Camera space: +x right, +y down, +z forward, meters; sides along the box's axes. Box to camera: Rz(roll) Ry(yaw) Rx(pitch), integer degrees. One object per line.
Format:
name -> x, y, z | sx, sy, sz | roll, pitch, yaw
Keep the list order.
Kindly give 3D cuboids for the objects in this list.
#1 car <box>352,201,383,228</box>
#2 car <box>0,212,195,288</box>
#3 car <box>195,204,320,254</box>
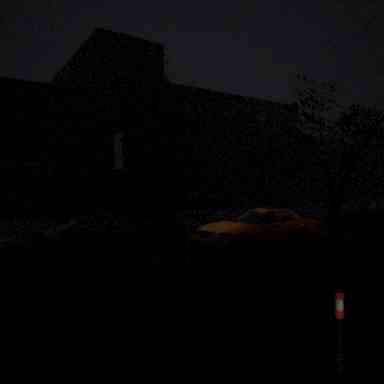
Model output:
car -> 10.866, 1.224, 18.409 | 5.008, 1.535, 2.097 | 0, 0, -33
car -> -2.665, 1.306, 8.733 | 5.008, 1.535, 2.097 | 0, 0, -33
car -> 2.522, 1.263, 12.451 | 5.366, 1.575, 1.946 | 0, 0, -33
